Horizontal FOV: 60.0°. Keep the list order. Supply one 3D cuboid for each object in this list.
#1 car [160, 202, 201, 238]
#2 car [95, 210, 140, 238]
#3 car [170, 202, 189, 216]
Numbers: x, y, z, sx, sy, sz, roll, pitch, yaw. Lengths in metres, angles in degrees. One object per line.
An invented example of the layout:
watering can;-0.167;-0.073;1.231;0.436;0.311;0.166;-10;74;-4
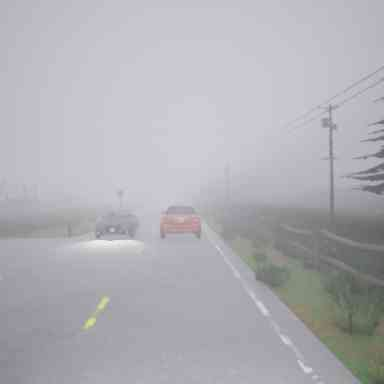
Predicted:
car;-0.649;1.482;18.792;2.097;1.767;4.553;0;0;-2
car;-4.039;1.721;18.560;1.994;1.385;4.181;0;0;-2
car;-1.399;1.817;36.475;1.994;1.385;4.181;0;0;-2
